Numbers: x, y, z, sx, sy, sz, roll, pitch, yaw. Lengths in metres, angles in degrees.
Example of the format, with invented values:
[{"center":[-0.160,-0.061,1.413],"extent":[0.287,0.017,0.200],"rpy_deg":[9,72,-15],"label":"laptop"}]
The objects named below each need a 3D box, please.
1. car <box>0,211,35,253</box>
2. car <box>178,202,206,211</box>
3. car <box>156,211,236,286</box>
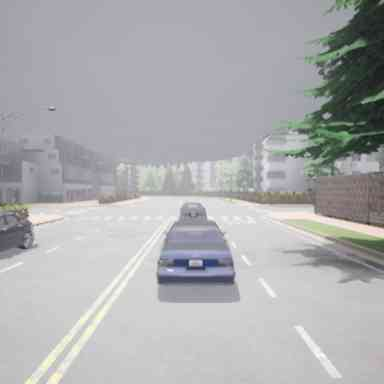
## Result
[{"center":[-7.099,1.443,11.169],"extent":[1.837,1.490,4.892],"rpy_deg":[0,0,0],"label":"car"},{"center":[0.025,1.422,22.838],"extent":[2.033,1.411,5.357],"rpy_deg":[0,0,-1],"label":"car"},{"center":[0.084,1.496,9.357],"extent":[2.033,1.411,5.357],"rpy_deg":[0,0,0],"label":"car"}]
